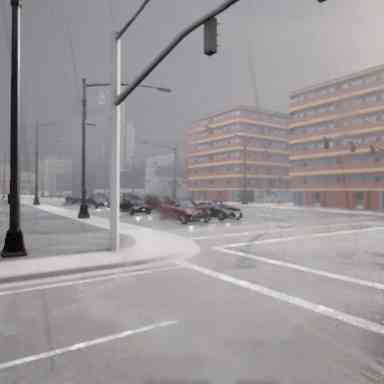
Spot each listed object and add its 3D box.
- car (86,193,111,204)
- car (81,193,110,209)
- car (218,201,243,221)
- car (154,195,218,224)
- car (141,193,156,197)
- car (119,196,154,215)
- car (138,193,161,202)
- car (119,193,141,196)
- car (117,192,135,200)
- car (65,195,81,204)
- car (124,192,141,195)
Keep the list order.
[{"bbox_3d":[-14.262,0.970,50.607,2.128,1.511,4.902,0,1,-34],"label":"car"},{"bbox_3d":[-11.134,1.140,39.763,2.128,1.511,4.902,0,1,-34],"label":"car"},{"bbox_3d":[1.997,1.444,26.734,2.128,1.511,4.902,0,1,-35],"label":"car"},{"bbox_3d":[-0.565,1.296,24.286,2.097,1.767,4.553,0,1,-34],"label":"car"},{"bbox_3d":[-3.011,1.180,34.075,2.097,1.767,4.553,0,1,-34],"label":"car"},{"bbox_3d":[-5.431,1.388,31.411,1.994,1.385,4.181,0,1,-34],"label":"car"},{"bbox_3d":[-7.652,0.956,59.819,2.128,1.511,4.902,0,1,-34],"label":"car"},{"bbox_3d":[-8.642,1.218,42.321,1.994,1.385,4.181,0,1,-34],"label":"car"},{"bbox_3d":[-13.525,0.829,68.389,1.837,1.490,4.892,0,0,-34],"label":"car"},{"bbox_3d":[-16.933,1.068,48.307,1.895,1.301,4.718,0,1,-34],"label":"car"},{"bbox_3d":[-9.139,0.984,55.615,2.128,1.511,4.902,0,1,-34],"label":"car"}]
